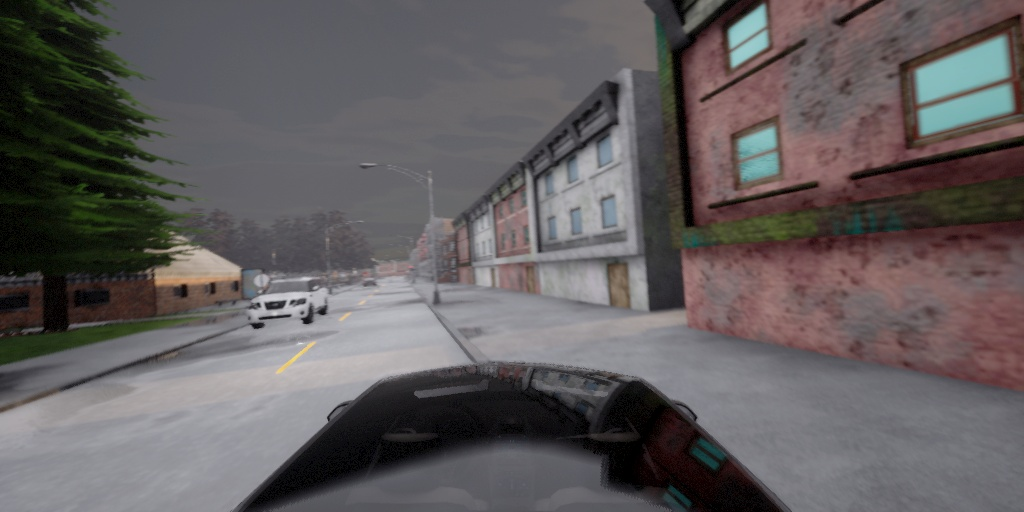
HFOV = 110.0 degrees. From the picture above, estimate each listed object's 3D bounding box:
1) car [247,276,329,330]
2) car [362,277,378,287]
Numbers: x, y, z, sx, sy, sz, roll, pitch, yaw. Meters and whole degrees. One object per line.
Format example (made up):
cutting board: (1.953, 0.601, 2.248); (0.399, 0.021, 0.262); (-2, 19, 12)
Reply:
car: (-10.157, 2.034, 16.750); (2.150, 2.045, 5.566); (-3, -1, -17)
car: (-22.592, 4.141, 57.198); (1.812, 1.442, 4.674); (-3, -2, -17)
